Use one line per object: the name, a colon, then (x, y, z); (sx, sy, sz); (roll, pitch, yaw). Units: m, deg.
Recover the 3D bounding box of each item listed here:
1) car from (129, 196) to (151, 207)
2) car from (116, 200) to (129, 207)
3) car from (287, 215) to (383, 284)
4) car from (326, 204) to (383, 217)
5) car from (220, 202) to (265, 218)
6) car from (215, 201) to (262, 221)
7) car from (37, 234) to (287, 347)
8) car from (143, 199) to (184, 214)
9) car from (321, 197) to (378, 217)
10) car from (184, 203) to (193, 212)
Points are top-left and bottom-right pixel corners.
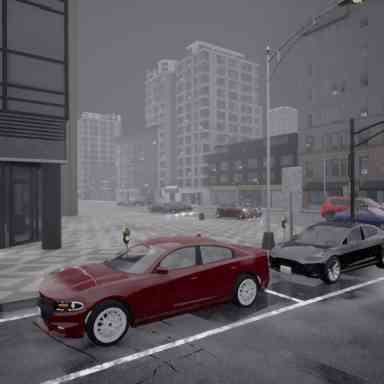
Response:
car: (-10.295, 1.931, 69.013); (2.150, 2.045, 5.566); (0, 0, -35)
car: (-13.832, 2.287, 68.392); (2.033, 1.411, 5.357); (0, 0, -35)
car: (4.121, 1.564, 9.591); (4.313, 1.339, 1.947); (0, 0, -35)
car: (11.128, 1.678, 20.799); (1.812, 1.442, 4.674); (0, -1, -30)
car: (5.267, 1.843, 35.435); (1.837, 1.490, 4.892); (0, -1, -35)
car: (4.245, 1.668, 31.258); (2.097, 1.767, 4.553); (0, 0, -35)
car: (-0.475, 1.545, 6.314); (4.507, 1.381, 1.887); (0, 0, -35)
car: (-3.742, 2.035, 42.539); (2.033, 1.411, 5.357); (0, -1, -36)
car: (12.574, 1.391, 25.108); (2.150, 2.045, 5.566); (0, 0, -35)
car: (-2.014, 2.037, 45.734); (2.033, 1.411, 5.357); (0, 0, -35)
